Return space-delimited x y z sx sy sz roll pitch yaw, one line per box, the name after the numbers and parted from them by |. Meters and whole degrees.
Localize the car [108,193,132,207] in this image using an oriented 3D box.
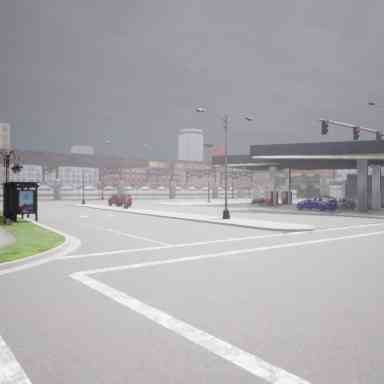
-11.263 1.221 52.036 2.150 2.045 5.566 0 0 -35 | car

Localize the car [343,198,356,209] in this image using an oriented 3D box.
18.580 1.456 42.226 1.970 1.475 3.806 0 0 -35 | car

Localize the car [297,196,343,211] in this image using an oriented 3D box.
14.306 1.295 38.312 2.242 1.667 4.611 0 0 -35 | car

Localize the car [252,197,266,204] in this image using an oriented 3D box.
12.608 1.600 61.370 1.895 1.301 4.718 0 0 29 | car
